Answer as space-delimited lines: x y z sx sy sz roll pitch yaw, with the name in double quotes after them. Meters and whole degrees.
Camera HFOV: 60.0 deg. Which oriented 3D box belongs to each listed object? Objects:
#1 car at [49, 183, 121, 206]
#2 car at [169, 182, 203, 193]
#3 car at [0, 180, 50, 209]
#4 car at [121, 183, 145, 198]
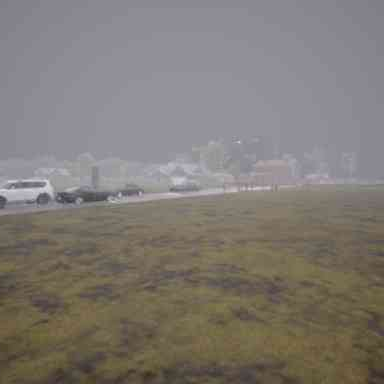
-8.604 0.211 27.272 1.882 1.535 5.008 2 4 36 "car"
-0.700 -0.647 43.055 2.033 1.411 5.357 2 4 36 "car"
-13.455 0.085 25.562 2.150 2.045 5.566 2 4 36 "car"
-6.969 -0.175 34.461 1.837 1.490 4.892 2 4 36 "car"
